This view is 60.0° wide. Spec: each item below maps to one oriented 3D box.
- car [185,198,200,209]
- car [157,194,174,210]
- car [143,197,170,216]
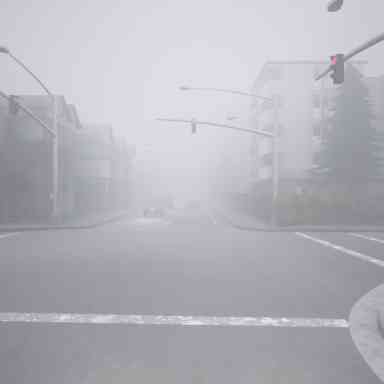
[{"bbox_3d":[0.119,1.526,45.537,1.812,1.442,4.674,0,0,0],"label":"car"},{"bbox_3d":[-3.556,1.221,42.964,2.150,2.045,5.566,0,0,0],"label":"car"},{"bbox_3d":[-3.581,1.491,32.388,2.128,1.511,4.902,0,0,0],"label":"car"}]
